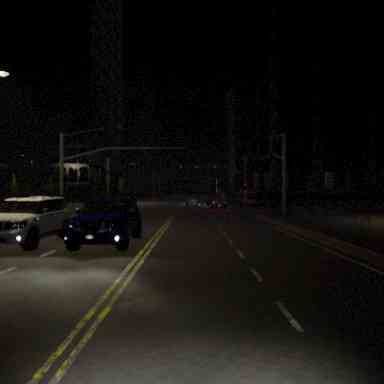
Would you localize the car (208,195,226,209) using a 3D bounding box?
[{"bbox_3d":[3.498,1.474,44.579,1.812,1.442,4.674,0,0,0],"label":"car"}]

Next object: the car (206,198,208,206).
[{"bbox_3d":[3.498,1.326,54.549,2.097,1.767,4.553,0,0,0],"label":"car"}]

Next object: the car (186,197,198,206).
[{"bbox_3d":[0.007,1.500,54.585,1.812,1.442,4.674,0,0,0],"label":"car"}]

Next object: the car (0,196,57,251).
[{"bbox_3d":[-7.038,1.216,14.354,2.150,2.045,5.566,0,0,0],"label":"car"}]

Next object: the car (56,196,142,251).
[{"bbox_3d":[-3.539,1.216,14.327,2.150,2.045,5.566,0,0,1],"label":"car"}]
